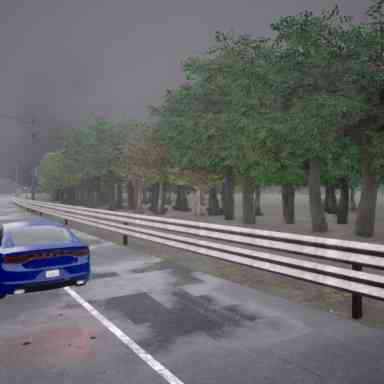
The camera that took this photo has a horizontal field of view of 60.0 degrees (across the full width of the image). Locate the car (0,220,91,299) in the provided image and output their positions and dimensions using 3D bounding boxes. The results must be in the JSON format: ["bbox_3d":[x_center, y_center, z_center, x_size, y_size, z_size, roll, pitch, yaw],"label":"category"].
[{"bbox_3d":[-4.204,1.478,8.671,1.882,1.535,5.008,0,0,-35],"label":"car"}]
